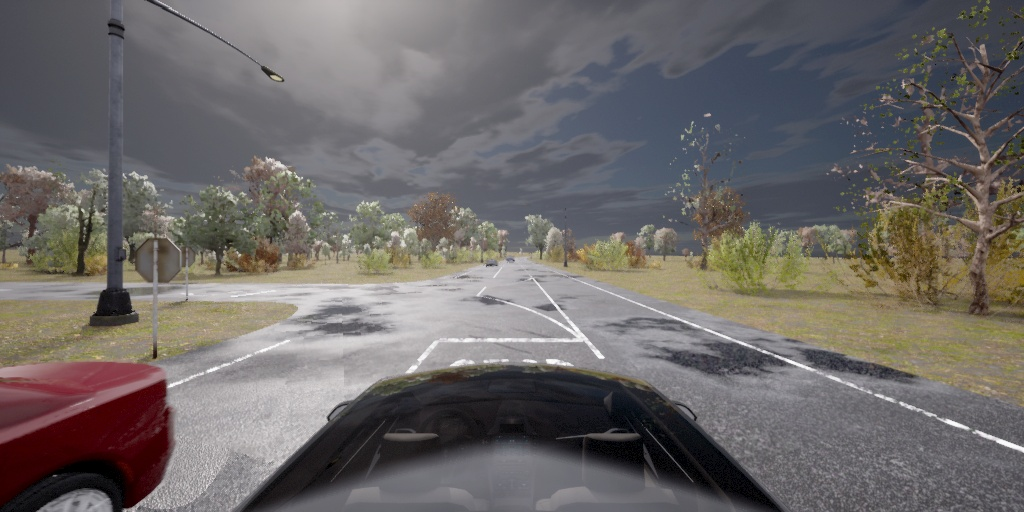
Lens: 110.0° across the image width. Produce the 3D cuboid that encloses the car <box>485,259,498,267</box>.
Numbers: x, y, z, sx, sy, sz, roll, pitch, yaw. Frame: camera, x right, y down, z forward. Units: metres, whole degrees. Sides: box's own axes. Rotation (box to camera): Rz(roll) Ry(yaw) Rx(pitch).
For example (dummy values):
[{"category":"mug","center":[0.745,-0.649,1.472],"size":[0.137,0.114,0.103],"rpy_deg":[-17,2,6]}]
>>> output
[{"category":"car","center":[-3.416,1.247,60.942],"size":[1.994,1.385,4.181],"rpy_deg":[0,0,0]}]

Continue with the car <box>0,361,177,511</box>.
[{"category":"car","center":[-3.510,1.228,0.605],"size":[1.882,1.535,5.008],"rpy_deg":[0,0,0]}]
